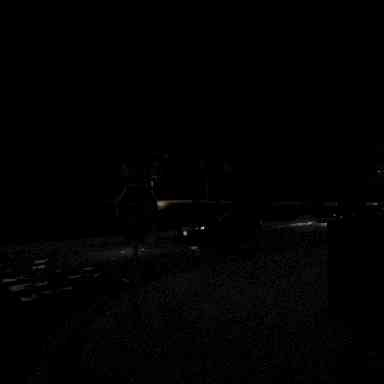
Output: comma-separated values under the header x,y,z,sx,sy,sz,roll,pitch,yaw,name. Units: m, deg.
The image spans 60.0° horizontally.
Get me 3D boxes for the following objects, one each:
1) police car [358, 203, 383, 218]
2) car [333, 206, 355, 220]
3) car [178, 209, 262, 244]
x,y,z,sx,sy,sz,roll,pitch,yaw,name
14.085,1.635,24.031,5.238,1.638,1.930,1,-1,-42,police car
13.258,1.768,27.098,4.892,1.490,1.837,1,-2,-42,car
1.519,1.624,16.659,4.902,1.511,2.128,1,-1,-42,car
